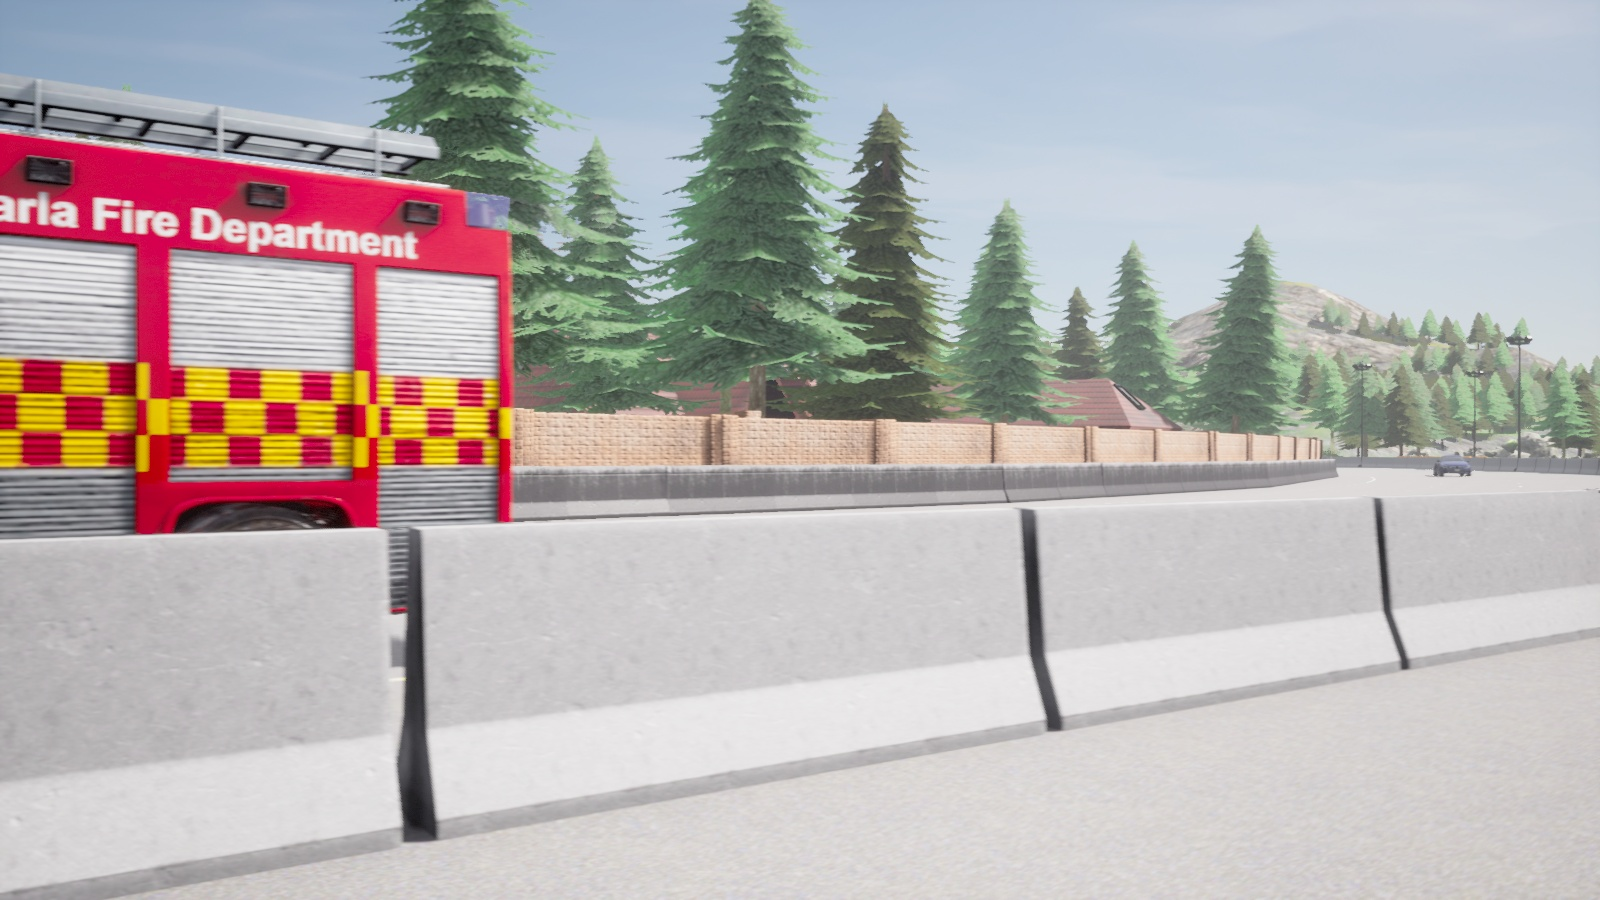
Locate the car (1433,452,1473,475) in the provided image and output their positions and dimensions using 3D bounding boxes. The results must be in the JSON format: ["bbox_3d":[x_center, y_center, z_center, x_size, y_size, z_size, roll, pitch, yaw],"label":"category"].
[{"bbox_3d":[43.679,0.887,84.070,1.812,1.442,4.674,0,0,20],"label":"car"}]

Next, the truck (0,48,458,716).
[{"bbox_3d":[-6.675,-0.387,7.481,8.468,3.827,2.891,0,0,-35],"label":"truck"}]
